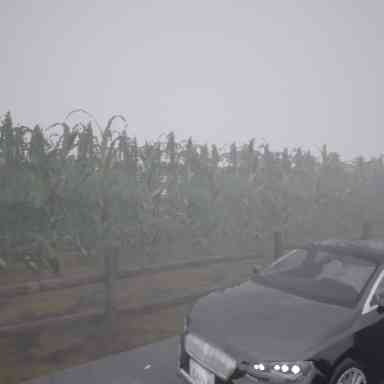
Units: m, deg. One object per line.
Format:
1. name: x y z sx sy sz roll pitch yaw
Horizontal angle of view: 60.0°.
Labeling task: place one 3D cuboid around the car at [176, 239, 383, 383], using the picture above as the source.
1. car: 2.093 1.474 4.546 4.902 1.511 2.128 0 0 -35
